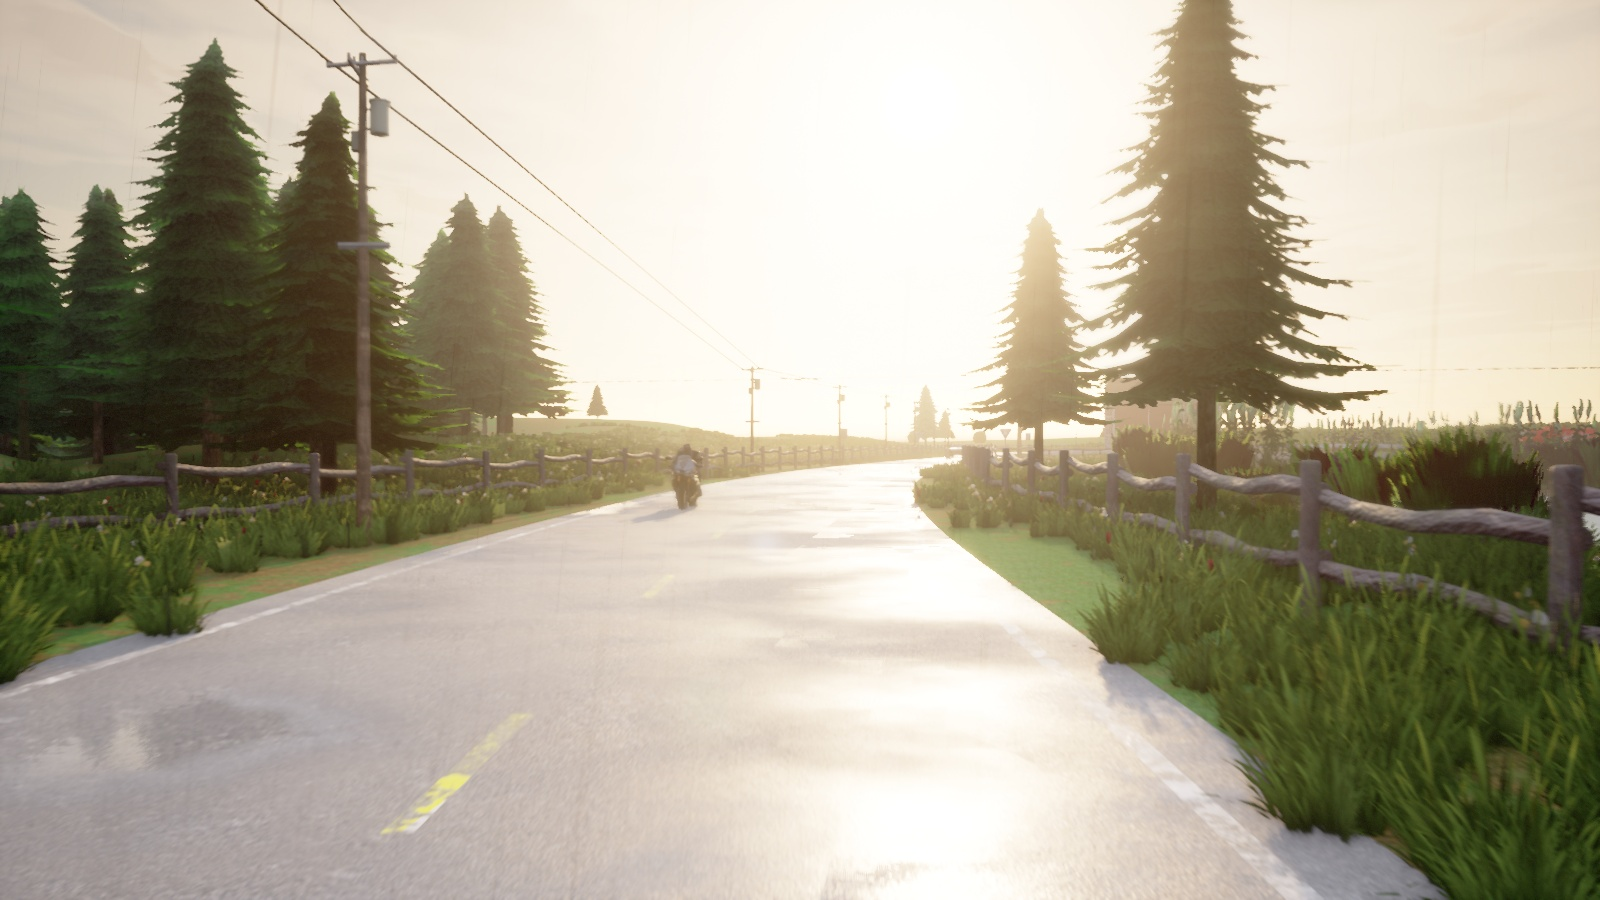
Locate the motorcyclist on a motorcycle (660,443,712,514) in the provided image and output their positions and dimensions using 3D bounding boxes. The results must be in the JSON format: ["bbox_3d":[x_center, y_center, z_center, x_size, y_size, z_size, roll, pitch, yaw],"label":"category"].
[{"bbox_3d":[-2.574,0.618,28.554,0.866,1.530,2.191,0,0,3],"label":"motorcyclist on a motorcycle"}]
